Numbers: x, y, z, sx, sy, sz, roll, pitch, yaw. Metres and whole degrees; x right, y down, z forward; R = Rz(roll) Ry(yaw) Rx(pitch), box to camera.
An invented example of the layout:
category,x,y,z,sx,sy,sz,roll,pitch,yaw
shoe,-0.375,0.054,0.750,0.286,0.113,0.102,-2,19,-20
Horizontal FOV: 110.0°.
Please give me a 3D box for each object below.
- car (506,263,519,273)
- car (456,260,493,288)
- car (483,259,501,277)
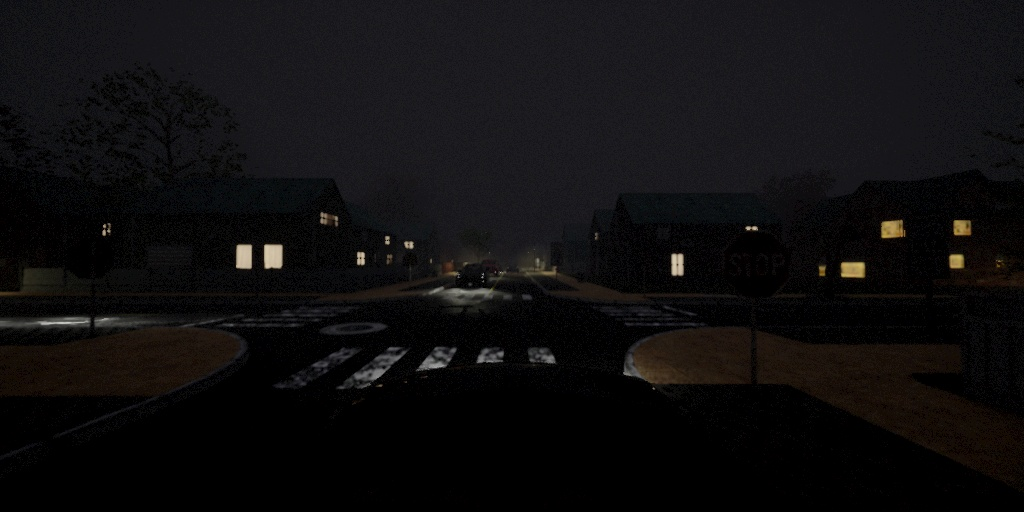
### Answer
category,x,y,z,sx,sy,sz,roll,pitch,yaw
car,0.103,1.930,56.382,1.994,1.385,4.181,0,-1,0
car,-2.802,1.341,26.254,2.097,1.767,4.553,0,-1,0
car,-2.764,1.407,43.131,2.150,2.045,5.566,0,-1,0
